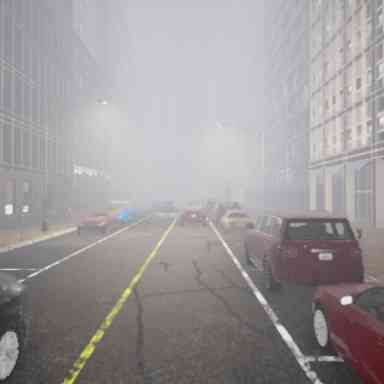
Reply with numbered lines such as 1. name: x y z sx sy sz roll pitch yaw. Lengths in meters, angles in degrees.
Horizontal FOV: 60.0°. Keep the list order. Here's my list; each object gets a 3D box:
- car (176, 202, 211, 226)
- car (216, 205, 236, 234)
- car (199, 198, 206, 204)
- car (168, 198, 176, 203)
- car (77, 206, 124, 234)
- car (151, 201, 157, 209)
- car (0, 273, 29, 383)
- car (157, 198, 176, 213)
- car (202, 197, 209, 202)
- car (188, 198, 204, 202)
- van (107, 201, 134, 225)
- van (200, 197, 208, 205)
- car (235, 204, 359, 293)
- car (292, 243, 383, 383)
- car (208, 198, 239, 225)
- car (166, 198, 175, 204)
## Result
1. car: 0.104 1.761 25.945 2.163 1.488 4.792 0 -1 0
2. car: 2.692 1.731 20.647 1.752 1.417 4.829 0 -1 0
3. car: 2.698 2.370 88.845 1.802 1.307 4.206 0 0 0
4. car: -5.682 2.395 94.542 1.947 1.339 4.313 0 0 0
5. car: -5.689 1.785 20.478 1.802 1.307 4.206 0 -1 0
6. car: -5.686 2.086 54.663 1.947 1.339 4.313 0 -1 0
7. car: -3.101 1.532 2.575 1.837 1.490 4.892 0 -1 0
8. car: -3.085 1.932 43.960 1.837 1.490 4.892 0 -1 0
9. car: 2.694 1.736 43.267 2.192 1.841 5.009 0 -1 0
10. car: 0.102 1.920 42.781 2.163 1.488 4.792 0 -1 0
11. van: -5.688 1.601 26.178 1.690 1.788 3.998 0 -1 0
12. van: 2.697 2.045 77.450 1.690 1.788 3.998 0 0 0
13. car: 2.691 1.407 9.086 2.192 1.841 5.009 0 -1 0
14. car: 2.691 1.580 3.387 1.887 1.381 4.507 0 -1 0
15. car: 2.692 1.575 26.177 2.192 1.841 5.009 0 -1 0
16. car: -5.683 2.338 88.846 2.008 1.369 4.403 0 0 0
